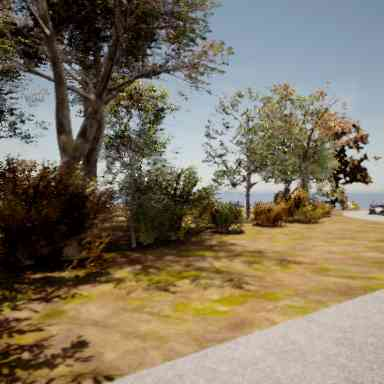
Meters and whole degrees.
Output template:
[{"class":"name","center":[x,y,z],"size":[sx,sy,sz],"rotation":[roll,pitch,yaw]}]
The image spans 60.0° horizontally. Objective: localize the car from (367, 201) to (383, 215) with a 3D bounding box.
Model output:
[{"class":"car","center":[20.254,1.691,36.133],"size":[2.128,1.511,4.902],"rotation":[0,0,29]}]
